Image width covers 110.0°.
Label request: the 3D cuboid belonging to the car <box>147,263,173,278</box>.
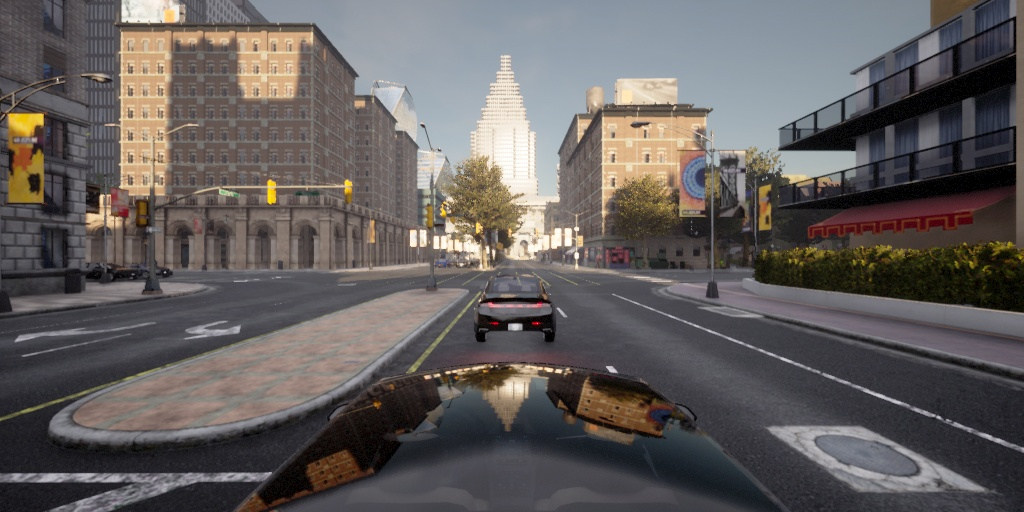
[{"bbox_3d":[-33.636,1.312,32.670,4.181,1.385,1.994,0,0,-1],"label":"car"}]

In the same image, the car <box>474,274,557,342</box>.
[{"bbox_3d":[0.079,1.241,9.756,2.128,1.511,4.902,0,0,0],"label":"car"}]

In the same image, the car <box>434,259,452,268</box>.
[{"bbox_3d":[-11.554,1.224,59.988,1.882,1.535,5.008,0,0,0],"label":"car"}]

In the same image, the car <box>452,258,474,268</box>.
[{"bbox_3d":[-8.058,1.238,59.573,2.128,1.511,4.902,0,0,0],"label":"car"}]

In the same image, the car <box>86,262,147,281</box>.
[{"bbox_3d":[-33.348,1.226,29.178,5.008,1.535,1.882,0,0,0],"label":"car"}]
